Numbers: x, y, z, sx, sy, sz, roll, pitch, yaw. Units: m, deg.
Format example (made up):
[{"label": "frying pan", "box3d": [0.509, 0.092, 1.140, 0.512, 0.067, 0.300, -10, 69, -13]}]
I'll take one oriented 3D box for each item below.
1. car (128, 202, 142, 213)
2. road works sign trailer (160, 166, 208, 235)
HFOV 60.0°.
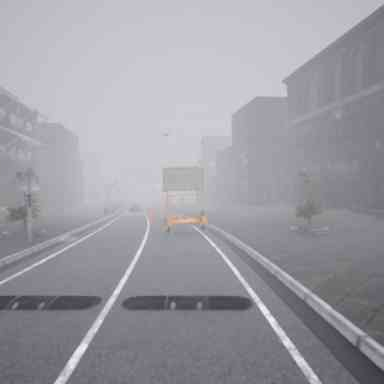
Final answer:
[{"label": "car", "box3d": [-8.849, 2.385, 51.590, 1.837, 1.490, 4.892, 0, -1, -8]}, {"label": "road works sign trailer", "box3d": [-0.579, 0.302, 19.134, 2.380, 3.560, 2.880, -2, 7, -19]}]
